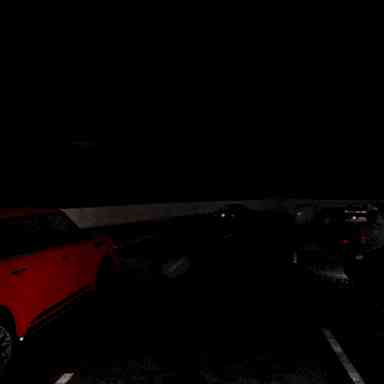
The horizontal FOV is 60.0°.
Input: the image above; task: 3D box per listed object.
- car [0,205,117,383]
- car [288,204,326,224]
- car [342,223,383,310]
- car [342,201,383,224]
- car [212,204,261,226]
[{"bbox_3d":[-3.018,1.205,5.237,2.150,2.045,5.566,0,0,7],"label":"car"},{"bbox_3d":[8.970,1.642,25.736,1.994,1.385,4.181,0,0,34],"label":"car"},{"bbox_3d":[4.238,1.580,5.758,2.033,1.411,5.357,0,0,10],"label":"car"},{"bbox_3d":[12.666,1.593,24.979,2.128,1.511,4.902,0,0,36],"label":"car"},{"bbox_3d":[3.296,1.586,23.955,2.033,1.411,5.357,0,0,30],"label":"car"}]
